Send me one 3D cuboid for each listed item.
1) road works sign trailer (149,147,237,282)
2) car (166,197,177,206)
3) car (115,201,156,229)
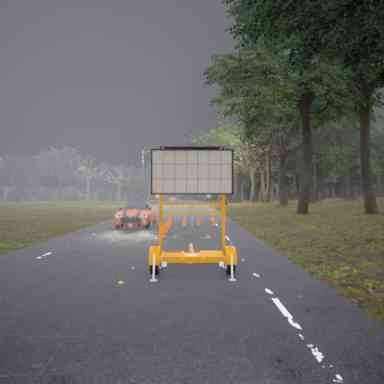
[{"bbox_3d":[0.000,0.473,9.822,2.380,3.560,2.880,0,0,-1],"label":"road works sign trailer"},{"bbox_3d":[-3.612,1.705,60.039,1.812,1.442,4.674,0,0,0],"label":"car"},{"bbox_3d":[-3.626,1.378,21.832,2.097,1.767,4.553,0,0,0],"label":"car"}]
